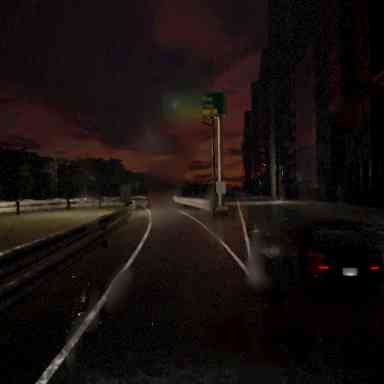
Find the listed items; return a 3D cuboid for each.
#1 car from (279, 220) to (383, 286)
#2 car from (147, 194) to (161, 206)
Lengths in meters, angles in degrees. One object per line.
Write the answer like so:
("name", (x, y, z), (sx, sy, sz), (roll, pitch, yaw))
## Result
("car", (3.587, 1.497, 9.219), (1.812, 1.442, 4.674), (-1, 0, 7))
("car", (-6.510, 1.332, 57.652), (2.150, 2.045, 5.566), (-1, 0, -8))
